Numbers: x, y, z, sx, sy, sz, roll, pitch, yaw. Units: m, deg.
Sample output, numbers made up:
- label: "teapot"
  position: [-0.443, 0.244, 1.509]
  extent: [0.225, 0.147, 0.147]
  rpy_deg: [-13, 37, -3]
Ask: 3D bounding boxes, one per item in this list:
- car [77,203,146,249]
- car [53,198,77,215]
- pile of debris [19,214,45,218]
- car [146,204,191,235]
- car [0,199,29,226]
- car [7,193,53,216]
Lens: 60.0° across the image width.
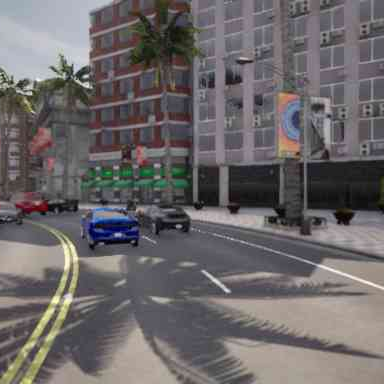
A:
- label: "car"
  position: [-3.687, 1.415, 14.446]
  extent: [1.882, 1.535, 5.008]
  rpy_deg: [0, 0, -23]
- label: "car"
  position: [-13.153, 1.350, 32.907]
  extent: [5.008, 1.535, 1.882]
  rpy_deg: [0, 0, 42]
- label: "pile of debris"
  position: [-13.989, 2.070, 29.139]
  extent: [1.860, 0.140, 1.500]
  rpy_deg: [0, 0, 44]
- label: "car"
  position: [-1.741, 1.416, 18.354]
  extent: [1.837, 1.490, 4.892]
  rpy_deg: [0, 0, -27]
- label: "car"
  position: [-12.618, 1.431, 22.040]
  extent: [1.837, 1.490, 4.892]
  rpy_deg: [0, 0, -40]
- label: "car"
  position: [-15.181, 1.114, 30.152]
  extent: [5.566, 2.045, 2.150]
  rpy_deg: [0, 0, 42]
